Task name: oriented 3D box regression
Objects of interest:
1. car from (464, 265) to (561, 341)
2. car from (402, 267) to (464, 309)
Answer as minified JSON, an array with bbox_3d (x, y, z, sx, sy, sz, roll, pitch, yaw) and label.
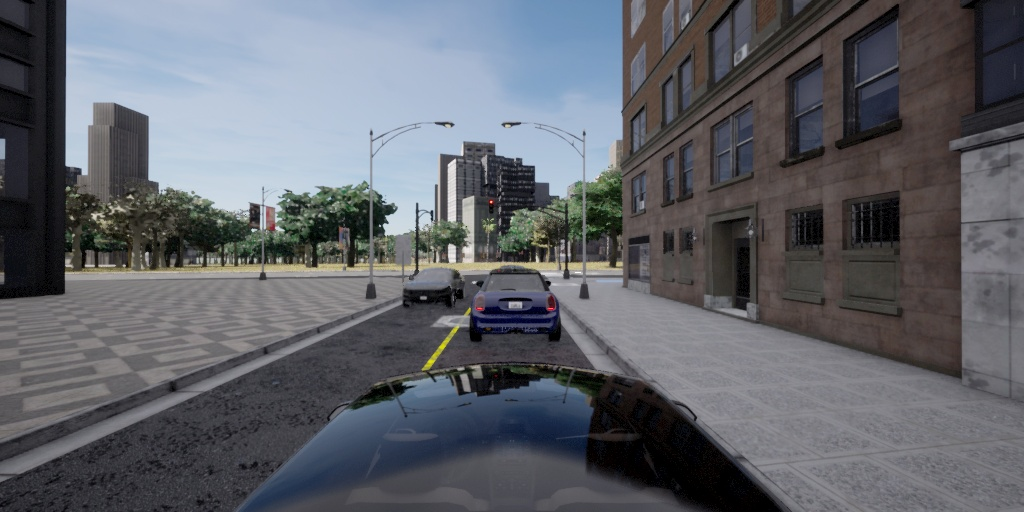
[{"bbox_3d":[0.057,1.103,10.018,2.097,1.767,4.553,0,0,-1],"label":"car"},{"bbox_3d":[-3.144,1.228,15.230,1.882,1.535,5.008,0,0,0],"label":"car"}]
